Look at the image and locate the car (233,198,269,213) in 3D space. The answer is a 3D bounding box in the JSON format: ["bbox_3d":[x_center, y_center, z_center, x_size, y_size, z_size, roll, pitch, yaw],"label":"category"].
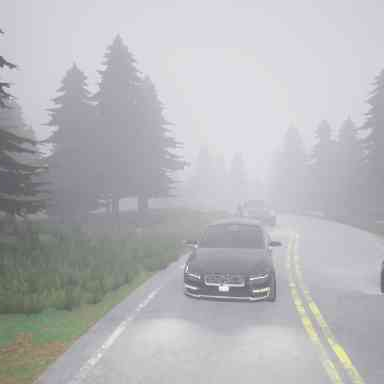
[{"bbox_3d":[6.258,1.409,35.741,1.837,1.490,4.892,2,-1,-15],"label":"car"}]

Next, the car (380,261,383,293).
[{"bbox_3d":[4.501,1.308,4.652,2.097,1.767,4.553,-1,0,9],"label":"car"}]

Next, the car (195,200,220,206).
[{"bbox_3d":[1.988,1.798,44.873,1.812,1.442,4.674,3,-5,-35],"label":"car"}]

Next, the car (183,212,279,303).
[{"bbox_3d":[1.104,1.496,8.427,1.837,1.490,4.892,-1,0,13],"label":"car"}]

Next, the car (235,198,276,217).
[{"bbox_3d":[4.093,1.258,21.896,2.097,1.767,4.553,-1,0,2],"label":"car"}]
